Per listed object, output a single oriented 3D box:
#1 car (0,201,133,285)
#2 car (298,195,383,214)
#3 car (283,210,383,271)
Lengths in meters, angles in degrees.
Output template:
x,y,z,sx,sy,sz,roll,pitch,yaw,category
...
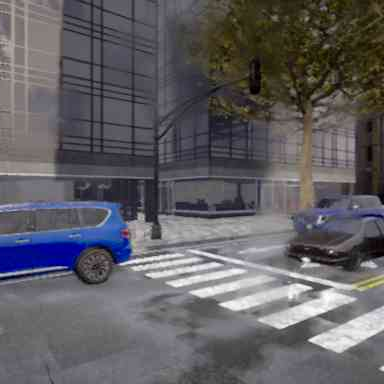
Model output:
x,y,z,sx,sy,sz,roll,pitch,yaw,category
-4.195,1.273,8.073,5.566,2.045,2.150,0,0,-36,car
7.501,1.188,16.589,5.566,2.045,2.150,0,0,-36,car
5.368,1.522,11.010,5.357,1.411,2.033,0,0,-36,car
